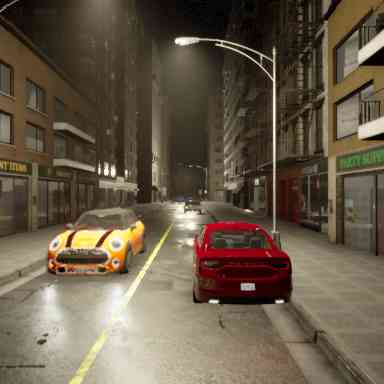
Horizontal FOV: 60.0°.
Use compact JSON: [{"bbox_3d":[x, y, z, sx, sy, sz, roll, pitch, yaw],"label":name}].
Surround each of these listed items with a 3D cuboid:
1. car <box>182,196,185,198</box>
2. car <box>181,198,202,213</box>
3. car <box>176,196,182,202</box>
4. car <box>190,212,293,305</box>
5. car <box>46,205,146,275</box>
[{"bbox_3d":[0.030,1.523,46.711,2.128,1.511,4.902,0,0,0],"label":"car"},{"bbox_3d":[0.080,1.621,36.636,1.895,1.301,4.718,0,0,0],"label":"car"},{"bbox_3d":[-2.745,1.565,77.063,1.882,1.535,5.008,0,0,0],"label":"car"},{"bbox_3d":[0.963,1.480,8.201,1.882,1.535,5.008,0,0,0],"label":"car"},{"bbox_3d":[-2.749,1.354,10.508,2.097,1.767,4.553,0,0,0],"label":"car"}]
